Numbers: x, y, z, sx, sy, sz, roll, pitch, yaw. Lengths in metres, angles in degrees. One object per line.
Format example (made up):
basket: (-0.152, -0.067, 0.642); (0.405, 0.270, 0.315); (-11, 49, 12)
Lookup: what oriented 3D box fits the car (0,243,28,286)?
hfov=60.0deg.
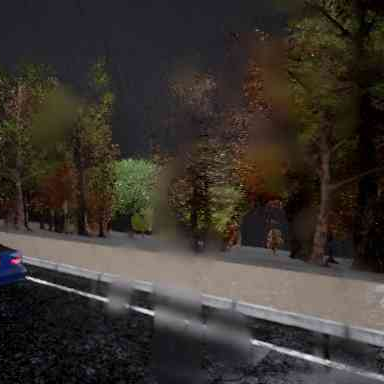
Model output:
car: (-6.292, 1.636, 8.471); (5.357, 1.411, 2.033); (-1, 0, 36)
